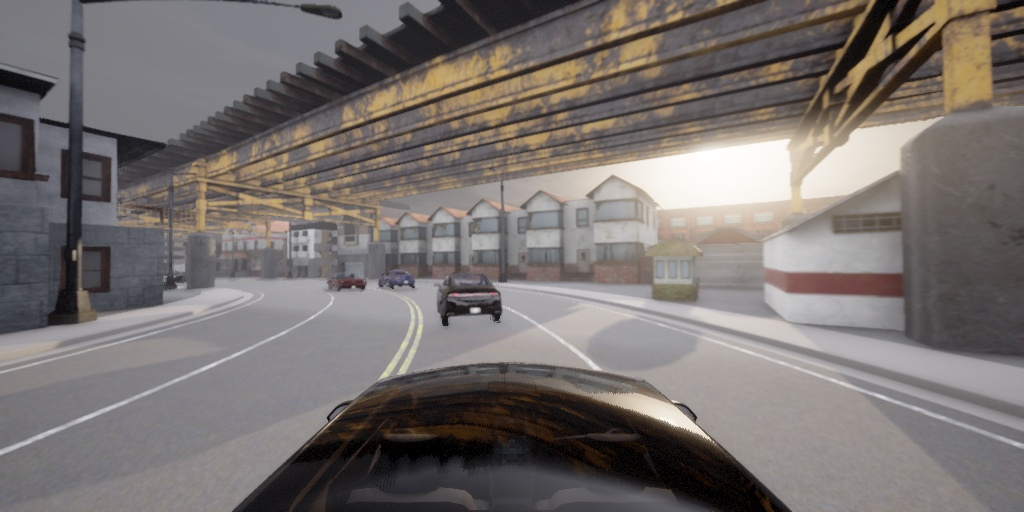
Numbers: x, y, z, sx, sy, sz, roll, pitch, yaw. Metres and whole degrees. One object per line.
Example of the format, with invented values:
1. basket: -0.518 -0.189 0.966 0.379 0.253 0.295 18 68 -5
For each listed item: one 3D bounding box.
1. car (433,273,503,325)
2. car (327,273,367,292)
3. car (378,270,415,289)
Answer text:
1. car: -1.601 1.343 12.367 2.128 1.511 4.902 0 -1 -14
2. car: -12.177 1.896 26.390 1.895 1.301 4.718 0 -2 -37
3. car: -9.147 1.826 28.342 1.812 1.442 4.674 0 -2 -35
